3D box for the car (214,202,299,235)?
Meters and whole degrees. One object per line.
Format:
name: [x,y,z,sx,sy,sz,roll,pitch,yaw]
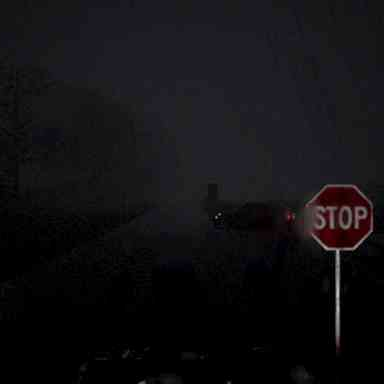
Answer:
car: [3.517,1.347,18.620,4.553,1.767,2.097,0,0,29]
